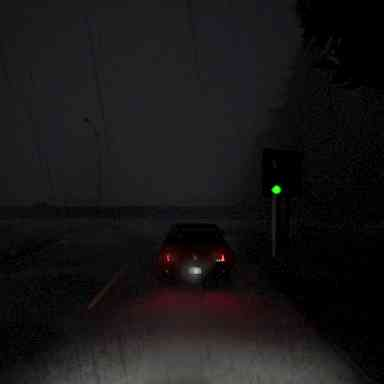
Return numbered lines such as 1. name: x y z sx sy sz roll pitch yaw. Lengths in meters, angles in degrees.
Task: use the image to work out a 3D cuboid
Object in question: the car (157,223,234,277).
1. car: 0.076 1.606 10.221 1.895 1.301 4.718 0 0 0
